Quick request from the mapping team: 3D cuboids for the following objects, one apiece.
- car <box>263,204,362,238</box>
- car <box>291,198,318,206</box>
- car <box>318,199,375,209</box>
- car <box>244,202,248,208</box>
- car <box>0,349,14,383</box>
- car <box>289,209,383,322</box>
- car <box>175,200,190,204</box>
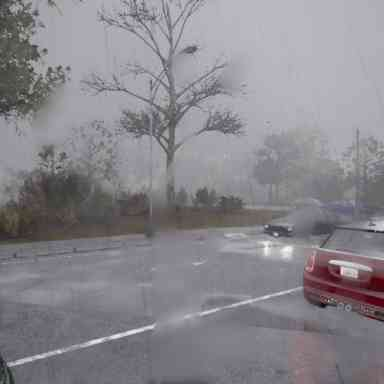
[{"bbox_3d":[5.997,1.547,16.687,5.357,1.411,2.033,0,0,-35],"label":"car"},{"bbox_3d":[14.407,1.513,40.895,1.837,1.490,4.892,0,0,-28],"label":"car"},{"bbox_3d":[15.123,1.477,32.115,1.882,1.535,5.008,0,0,-27],"label":"car"},{"bbox_3d":[6.208,1.657,49.147,1.895,1.301,4.718,0,0,-26],"label":"car"},{"bbox_3d":[-3.697,1.222,1.075,5.566,2.045,2.150,0,0,-35],"label":"car"},{"bbox_3d":[4.358,1.352,6.724,4.553,1.767,2.097,0,0,-34],"label":"car"},{"bbox_3d":[-1.947,1.739,67.424,2.128,1.511,4.902,0,-1,-22],"label":"car"}]
